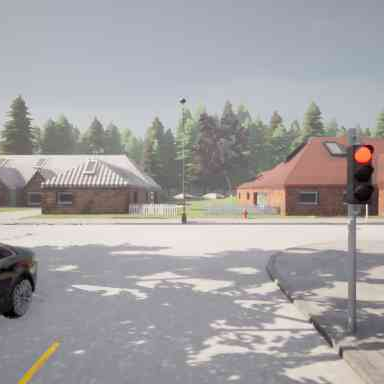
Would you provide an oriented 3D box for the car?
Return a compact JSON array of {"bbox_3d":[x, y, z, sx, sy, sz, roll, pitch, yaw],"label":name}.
[{"bbox_3d":[-3.985,1.491,4.630,2.128,1.511,4.902,0,0,1],"label":"car"}]
